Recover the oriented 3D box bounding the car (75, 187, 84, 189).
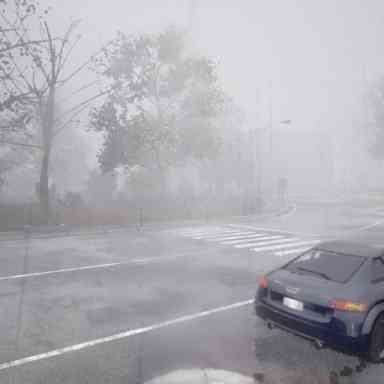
[{"bbox_3d":[-23.787,0.062,70.567,2.435,2.045,5.566,0,2,18],"label":"car"}]

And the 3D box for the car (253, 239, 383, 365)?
[{"bbox_3d":[3.077,1.557,5.876,4.181,1.385,1.994,0,0,-35],"label":"car"}]

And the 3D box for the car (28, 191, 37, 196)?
[{"bbox_3d":[-37.635,0.114,81.832,2.097,1.535,5.008,0,2,20],"label":"car"}]

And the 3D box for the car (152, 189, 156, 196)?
[{"bbox_3d":[-4.889,0.127,56.140,2.231,1.521,4.892,-1,2,16],"label":"car"}]

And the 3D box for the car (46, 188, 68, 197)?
[{"bbox_3d":[-30.753,0.103,76.151,2.185,1.767,4.553,0,2,19],"label":"car"}]

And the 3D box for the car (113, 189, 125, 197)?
[{"bbox_3d":[-12.038,0.125,61.458,2.185,1.767,4.553,-2,1,17],"label":"car"}]

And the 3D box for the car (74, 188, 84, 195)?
[{"bbox_3d":[-21.445,0.351,68.735,2.163,1.488,4.792,-1,2,18],"label":"car"}]

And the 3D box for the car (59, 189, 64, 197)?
[{"bbox_3d":[-26.112,0.294,72.451,2.231,1.521,4.892,-1,2,18],"label":"car"}]

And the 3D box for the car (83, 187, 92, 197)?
[{"bbox_3d":[-19.091,0.192,66.956,2.185,1.767,4.553,-1,2,18],"label":"car"}]

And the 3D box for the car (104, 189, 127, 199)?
[{"bbox_3d":[-14.433,0.286,63.111,1.946,1.575,5.366,-1,2,17],"label":"car"}]

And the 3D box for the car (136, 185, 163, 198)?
[{"bbox_3d":[-7.290,-0.082,57.878,2.435,2.045,5.566,-1,2,17],"label":"car"}]
